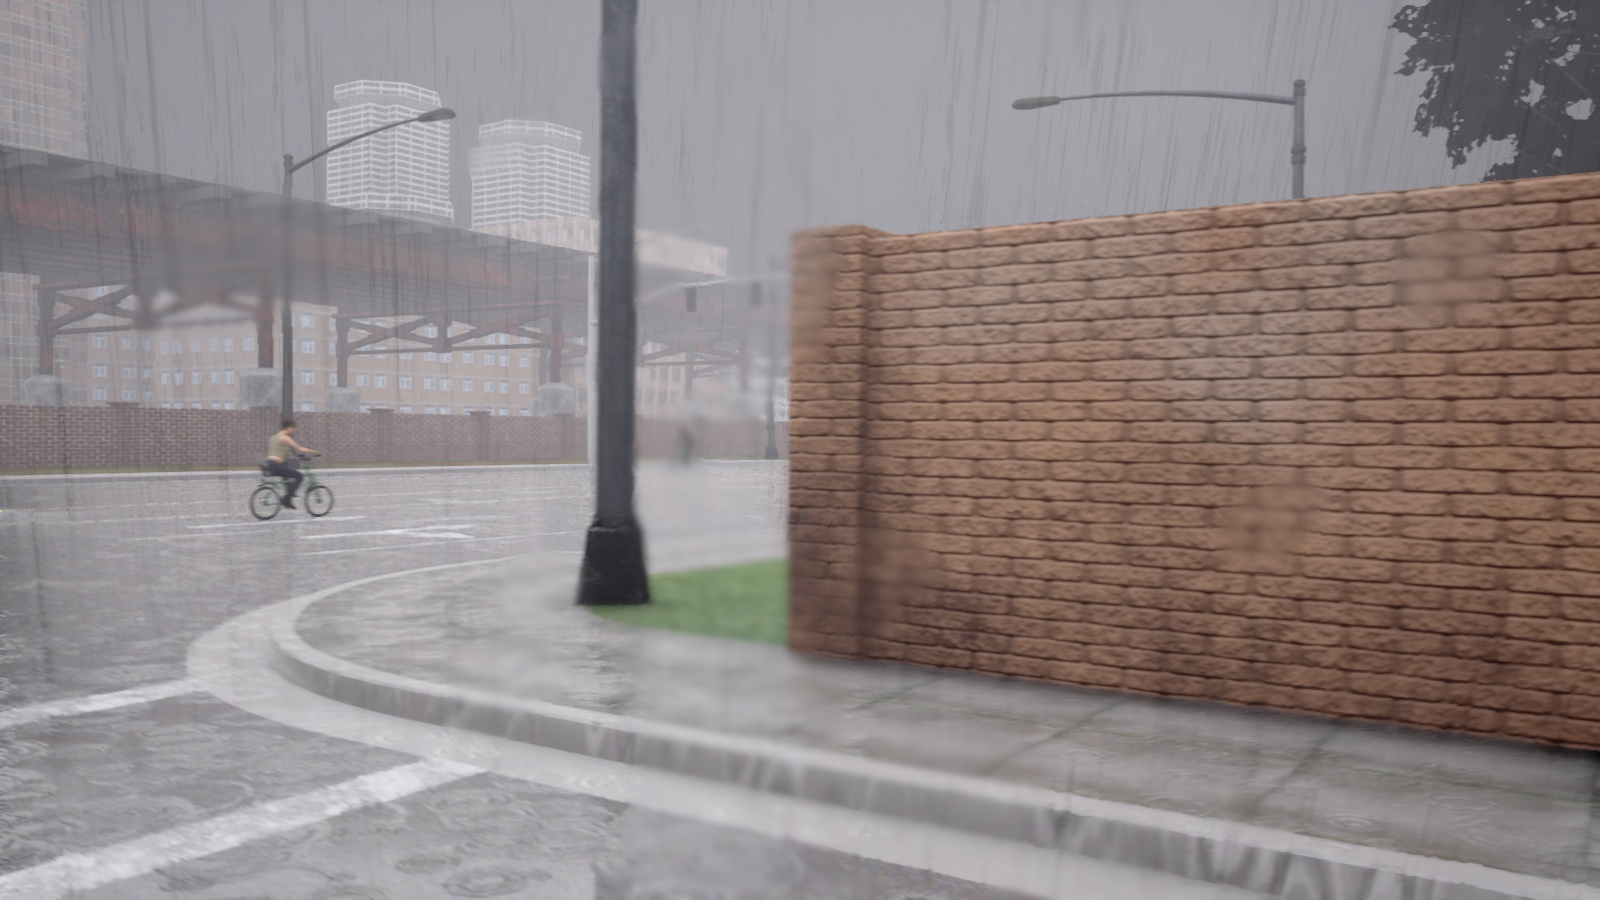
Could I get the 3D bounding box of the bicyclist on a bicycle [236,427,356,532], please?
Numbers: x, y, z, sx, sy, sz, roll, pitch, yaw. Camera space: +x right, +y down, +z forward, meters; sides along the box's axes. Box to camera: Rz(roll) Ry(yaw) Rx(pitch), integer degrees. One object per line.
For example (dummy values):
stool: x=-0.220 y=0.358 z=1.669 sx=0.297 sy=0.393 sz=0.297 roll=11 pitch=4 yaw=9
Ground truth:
bicyclist on a bicycle: x=-8.030 y=0.450 z=20.054 sx=0.866 sy=1.612 sz=1.509 roll=-2 pitch=0 yaw=34

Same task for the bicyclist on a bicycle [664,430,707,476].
bicyclist on a bicycle: x=-4.052 y=0.094 z=44.640 sx=0.582 sy=1.620 sz=1.656 roll=0 pitch=1 yaw=34
